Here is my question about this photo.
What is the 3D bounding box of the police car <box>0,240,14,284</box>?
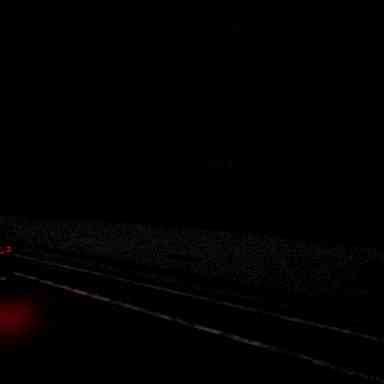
[{"bbox_3d":[-6.377,1.355,8.124,5.238,1.638,1.930,0,0,36],"label":"police car"}]
